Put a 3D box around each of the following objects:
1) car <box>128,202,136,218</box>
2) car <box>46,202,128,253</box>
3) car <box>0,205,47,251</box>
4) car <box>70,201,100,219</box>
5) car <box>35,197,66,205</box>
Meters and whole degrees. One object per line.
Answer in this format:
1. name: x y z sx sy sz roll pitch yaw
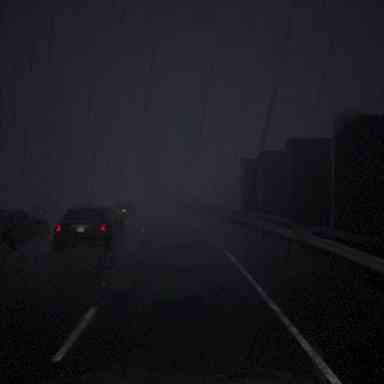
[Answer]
1. car: -6.174 1.589 30.653 1.994 1.385 4.181 0 0 -9
2. car: -4.116 1.365 13.931 2.097 1.767 4.553 0 0 -4
3. car: -7.625 1.512 14.077 2.128 1.511 4.902 0 0 -5
4. car: -9.678 1.595 30.375 1.994 1.385 4.181 0 0 -10
5. car: -13.290 1.516 30.800 1.882 1.535 5.008 0 0 -10
